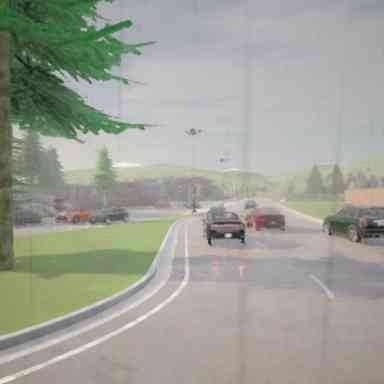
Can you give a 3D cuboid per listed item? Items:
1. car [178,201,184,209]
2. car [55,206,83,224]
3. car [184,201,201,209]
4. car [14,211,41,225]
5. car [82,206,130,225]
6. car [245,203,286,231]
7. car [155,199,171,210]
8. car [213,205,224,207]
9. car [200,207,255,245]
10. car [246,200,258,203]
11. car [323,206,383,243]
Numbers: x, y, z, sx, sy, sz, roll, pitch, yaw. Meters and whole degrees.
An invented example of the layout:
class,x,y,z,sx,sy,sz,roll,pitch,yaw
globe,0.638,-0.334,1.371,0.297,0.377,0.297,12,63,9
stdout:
class,x,y,z,sx,sy,sz,roll,pitch,yaw
car,-1.695,2.834,73.465,2.128,1.511,4.902,-1,-1,12
car,-11.200,2.165,32.724,2.097,1.767,4.553,-2,-1,22
car,0.468,2.532,66.730,2.097,1.767,4.553,-1,-1,12
car,-16.064,2.435,30.520,1.994,1.385,4.181,-2,-1,26
car,-7.830,2.235,31.770,1.837,1.490,4.892,-1,-1,22
car,5.000,1.793,22.983,1.882,1.535,5.008,-1,-1,0
car,-6.033,2.573,69.793,2.150,2.045,5.566,-1,-1,12
car,2.994,2.183,37.872,1.994,1.385,4.181,-1,-1,10
car,1.577,1.776,17.347,2.128,1.511,4.902,-1,-1,-1
car,10.292,2.167,57.189,2.097,1.767,4.553,-1,-1,15
car,8.504,1.493,17.085,2.097,1.767,4.553,-1,-1,0
